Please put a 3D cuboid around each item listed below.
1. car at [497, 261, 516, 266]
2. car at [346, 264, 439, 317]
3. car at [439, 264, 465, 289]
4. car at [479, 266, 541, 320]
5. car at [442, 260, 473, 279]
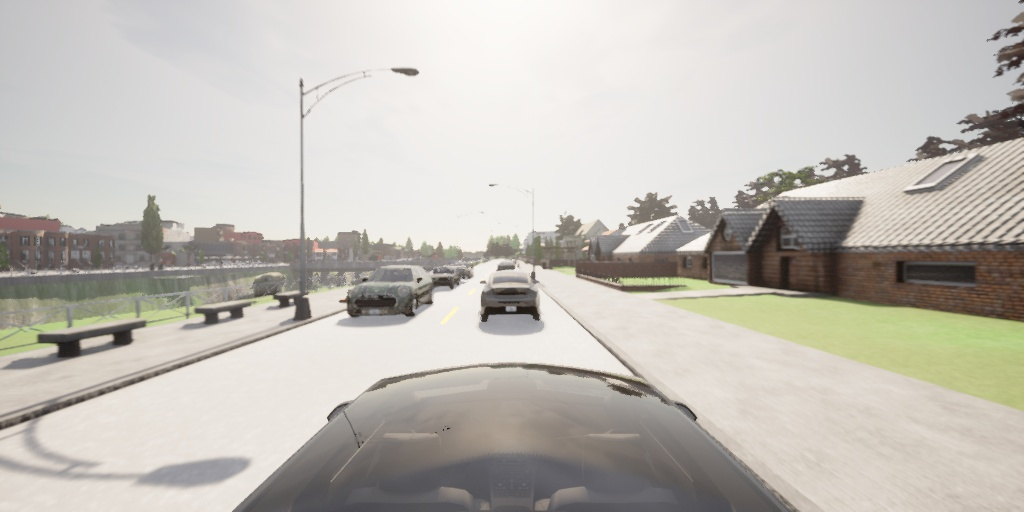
[{"bbox_3d":[-0.603,1.259,37.926,1.882,1.535,5.008,0,0,-1],"label":"car"},{"bbox_3d":[-4.297,1.142,13.342,2.097,1.767,4.553,0,0,-1],"label":"car"},{"bbox_3d":[-4.485,1.400,23.474,1.895,1.301,4.718,0,0,-1],"label":"car"},{"bbox_3d":[-0.079,1.264,12.637,1.837,1.490,4.892,0,0,-1],"label":"car"},{"bbox_3d":[-4.482,1.009,27.981,1.994,1.385,4.181,0,0,-1],"label":"car"}]
